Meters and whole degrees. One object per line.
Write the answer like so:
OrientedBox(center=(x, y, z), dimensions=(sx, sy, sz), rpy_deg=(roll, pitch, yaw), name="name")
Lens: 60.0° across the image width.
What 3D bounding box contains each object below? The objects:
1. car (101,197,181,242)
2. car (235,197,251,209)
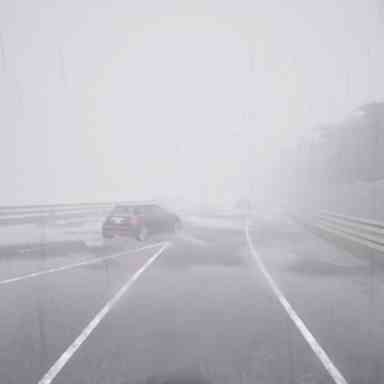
OrientedBox(center=(-2.335, 1.328, 16.489), dimensions=(2.097, 1.767, 4.553), rpy_deg=(0, 0, 26), name="car")
OrientedBox(center=(6.994, 1.498, 45.599), dimensions=(2.128, 1.511, 4.902), rpy_deg=(1, 0, 10), name="car")
